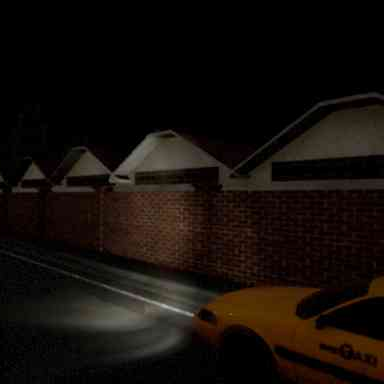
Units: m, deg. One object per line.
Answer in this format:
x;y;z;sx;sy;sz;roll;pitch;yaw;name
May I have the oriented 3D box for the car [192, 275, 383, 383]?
2.375;1.569;3.545;5.366;1.575;1.801;0;-2;43;car
